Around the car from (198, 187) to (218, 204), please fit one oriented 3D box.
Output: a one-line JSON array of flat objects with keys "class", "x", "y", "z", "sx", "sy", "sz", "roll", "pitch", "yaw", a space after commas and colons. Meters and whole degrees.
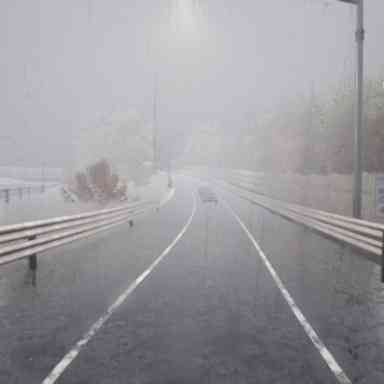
[{"class": "car", "x": 2.079, "y": 0.591, "z": 40.130, "sx": 2.033, "sy": 1.411, "sz": 5.357, "roll": 0, "pitch": 3, "yaw": -1}]
